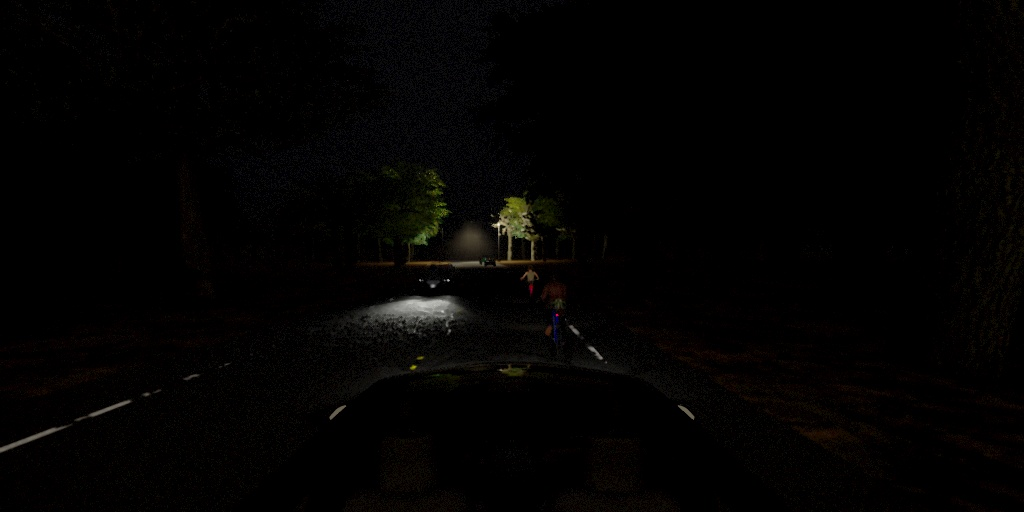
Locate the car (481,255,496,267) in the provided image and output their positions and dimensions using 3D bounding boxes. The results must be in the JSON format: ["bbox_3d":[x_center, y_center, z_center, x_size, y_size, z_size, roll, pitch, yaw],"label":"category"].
[{"bbox_3d":[-3.932,1.076,63.571,2.128,1.511,4.902,0,0,-7],"label":"car"}]

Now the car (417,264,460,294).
[{"bbox_3d":[-4.029,1.219,20.285,2.128,1.511,4.902,0,0,-2],"label":"car"}]

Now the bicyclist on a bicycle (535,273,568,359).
[{"bbox_3d":[0.899,1.195,7.441,0.582,1.620,1.656,0,0,-1],"label":"bicyclist on a bicycle"}]

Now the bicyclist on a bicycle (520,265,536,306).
[{"bbox_3d":[0.747,1.168,14.671,0.866,1.612,1.509,0,-1,-2],"label":"bicyclist on a bicycle"}]
